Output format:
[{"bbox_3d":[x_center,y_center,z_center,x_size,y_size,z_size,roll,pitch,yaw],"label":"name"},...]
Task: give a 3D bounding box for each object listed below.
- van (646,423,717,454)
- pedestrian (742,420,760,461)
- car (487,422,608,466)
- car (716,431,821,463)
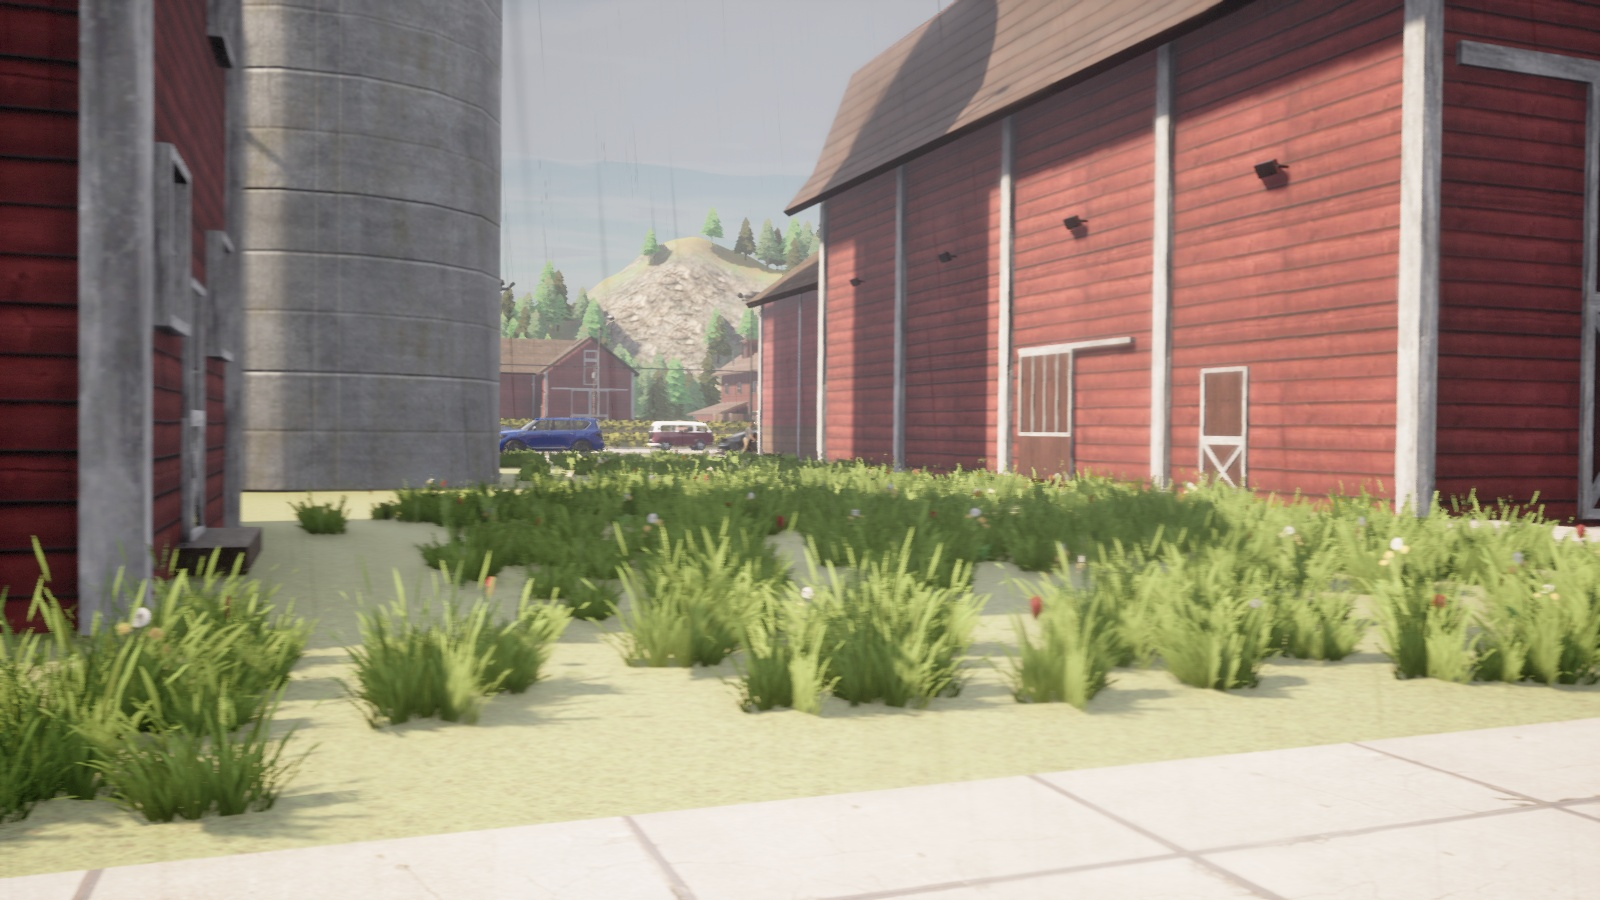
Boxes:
[{"bbox_3d":[-8.265,-0.784,87.611,4.480,2.038,2.069,-1,1,-20],"label":"van"},{"bbox_3d":[-2.224,-0.420,56.783,0.694,1.848,0.540,0,1,7],"label":"pedestrian"},{"bbox_3d":[-12.474,-0.331,62.046,5.566,2.045,2.150,-1,1,-21],"label":"car"},{"bbox_3d":[-1.560,-0.170,62.445,4.892,1.490,1.837,-1,1,-21],"label":"car"}]
